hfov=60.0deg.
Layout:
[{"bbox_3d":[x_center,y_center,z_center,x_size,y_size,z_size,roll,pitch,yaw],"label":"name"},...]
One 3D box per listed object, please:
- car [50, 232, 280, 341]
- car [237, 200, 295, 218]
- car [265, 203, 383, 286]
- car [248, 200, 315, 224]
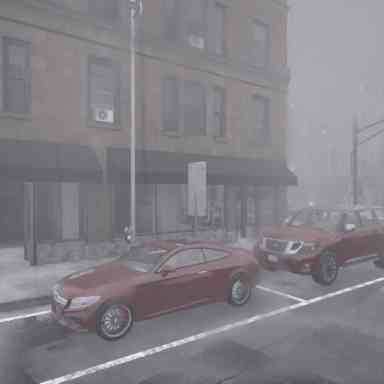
[{"bbox_3d":[-0.461,1.582,6.435,4.206,1.307,1.802,0,0,-35],"label":"car"},{"bbox_3d":[6.835,1.556,31.241,2.033,1.411,5.357,0,0,-35],"label":"car"},{"bbox_3d":[4.038,1.315,9.639,5.009,1.841,2.192,0,0,-35],"label":"car"},{"bbox_3d":[6.844,1.487,25.904,1.882,1.535,5.008,0,0,-35],"label":"car"}]
